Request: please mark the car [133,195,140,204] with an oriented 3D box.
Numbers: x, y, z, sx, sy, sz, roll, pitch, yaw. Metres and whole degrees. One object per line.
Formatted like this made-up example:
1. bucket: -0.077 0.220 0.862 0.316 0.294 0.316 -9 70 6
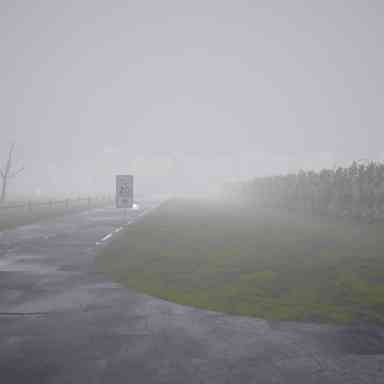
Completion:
1. car: -9.423 1.145 52.368 1.895 1.301 4.718 1 0 -2
